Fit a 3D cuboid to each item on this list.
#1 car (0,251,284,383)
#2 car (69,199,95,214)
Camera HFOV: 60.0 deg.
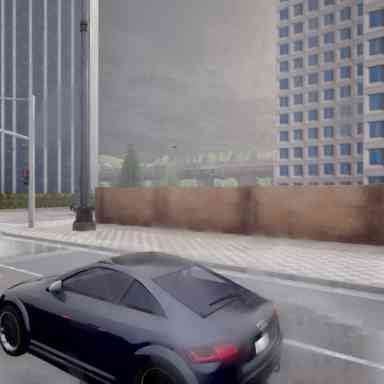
[{"bbox_3d":[-0.909,1.564,4.651,4.181,1.385,1.994,0,0,35],"label":"car"},{"bbox_3d":[-10.380,1.491,34.803,2.128,1.511,4.902,0,0,35],"label":"car"}]
